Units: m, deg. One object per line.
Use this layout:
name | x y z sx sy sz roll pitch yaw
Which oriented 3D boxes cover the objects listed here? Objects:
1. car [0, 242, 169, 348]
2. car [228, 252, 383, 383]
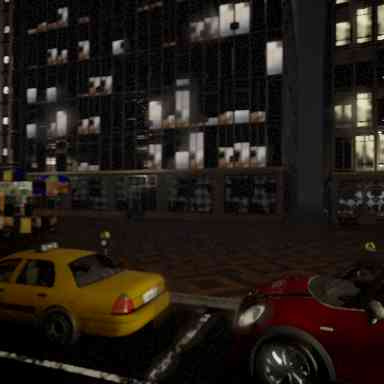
car | -2.840 1.614 6.076 4.829 1.417 1.752 0 0 20
car | 2.516 1.499 4.137 4.097 1.590 1.967 0 0 20
